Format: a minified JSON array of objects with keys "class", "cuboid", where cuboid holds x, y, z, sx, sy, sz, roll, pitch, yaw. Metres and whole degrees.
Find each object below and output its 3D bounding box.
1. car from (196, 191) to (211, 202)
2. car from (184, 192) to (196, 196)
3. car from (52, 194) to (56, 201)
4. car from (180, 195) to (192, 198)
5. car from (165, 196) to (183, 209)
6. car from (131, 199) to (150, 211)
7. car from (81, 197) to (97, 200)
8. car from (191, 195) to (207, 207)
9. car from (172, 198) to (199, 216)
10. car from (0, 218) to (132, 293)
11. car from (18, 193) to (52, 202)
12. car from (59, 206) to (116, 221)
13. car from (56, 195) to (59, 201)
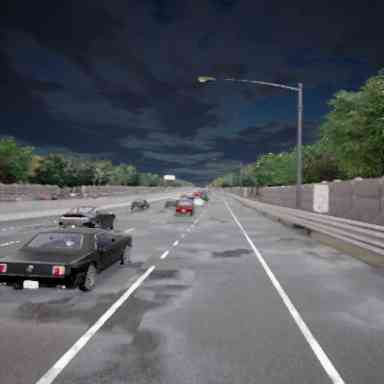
[{"class":"car","cuboid":[2.843,1.357,81.520,2.150,2.045,5.566,1,1,4]},{"class":"car","cuboid":[-0.418,1.511,84.959,1.882,1.535,5.008,1,1,4]},{"class":"car","cuboid":[-21.083,1.177,44.872,2.150,2.045,5.566,1,0,5]},{"class":"car","cuboid":[-1.677,1.813,68.222,1.895,1.301,4.718,1,1,4]},{"class":"car","cuboid":[-2.992,1.812,51.455,1.837,1.490,4.892,1,0,5]},{"class":"car","cuboid":[-6.995,1.732,45.350,1.837,1.490,4.892,1,0,5]},{"class":"car","cuboid":[-16.811,1.542,54.235,1.837,1.490,4.892,1,0,5]},{"class":"car","cuboid":[1.192,1.869,59.959,1.812,1.442,4.674,1,0,4]},{"class":"car","cuboid":[-0.669,1.776,36.847,1.882,1.535,5.008,1,0,5]},{"class":"car","cuboid":[-3.060,1.618,8.971,1.895,1.301,4.718,1,0,5]},{"class":"car","cuboid":[-18.253,1.313,37.394,2.097,1.767,4.553,1,0,5]},{"class":"car","cuboid":[-5.713,1.540,18.780,2.128,1.511,4.902,1,0,5]},{"class":"car","cuboid":[-23.777,0.985,54.819,2.097,1.767,4.553,1,0,5]}]
